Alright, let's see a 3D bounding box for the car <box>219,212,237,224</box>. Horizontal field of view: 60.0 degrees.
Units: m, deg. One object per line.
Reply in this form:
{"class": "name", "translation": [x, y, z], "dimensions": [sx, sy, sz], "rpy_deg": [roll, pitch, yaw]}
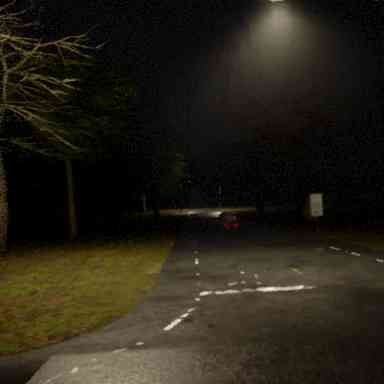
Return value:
{"class": "car", "translation": [5.598, 3.910, 49.591], "dimensions": [1.812, 1.442, 4.674], "rpy_deg": [-4, -3, 1]}

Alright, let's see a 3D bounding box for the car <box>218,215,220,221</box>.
{"class": "car", "translation": [5.583, 4.167, 56.133], "dimensions": [1.837, 1.490, 4.892], "rpy_deg": [-4, -2, 0]}
